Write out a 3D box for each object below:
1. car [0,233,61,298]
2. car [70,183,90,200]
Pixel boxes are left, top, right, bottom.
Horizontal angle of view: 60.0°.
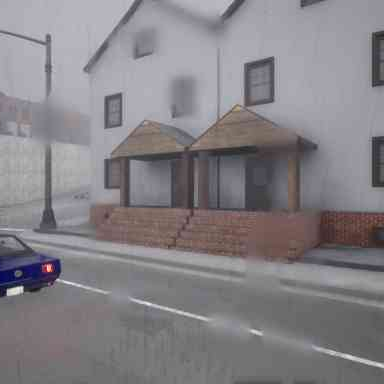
[{"bbox_3d":[-5.160,1.601,7.646,4.718,1.301,1.895,0,0,36],"label":"car"},{"bbox_3d":[-10.466,-0.198,34.910,2.128,1.511,4.902,0,11,35],"label":"car"}]
